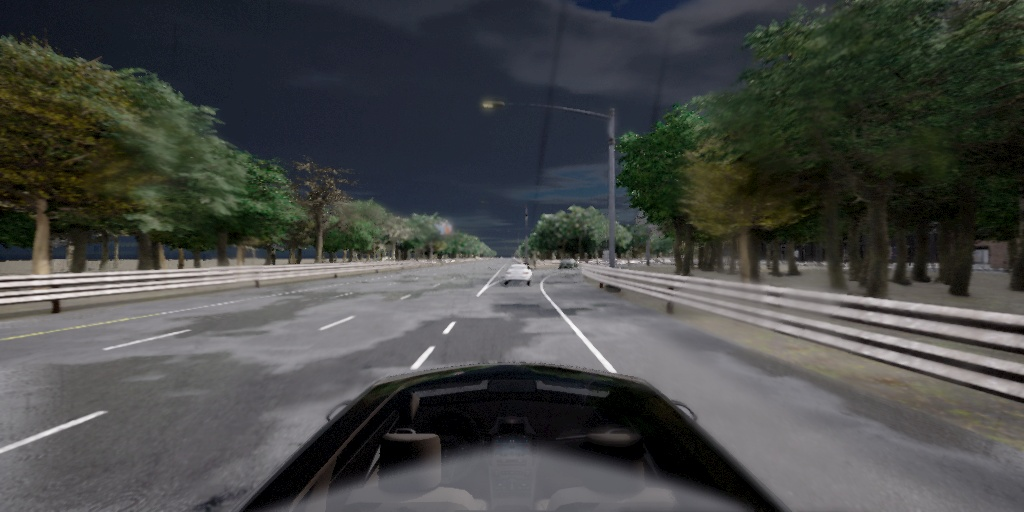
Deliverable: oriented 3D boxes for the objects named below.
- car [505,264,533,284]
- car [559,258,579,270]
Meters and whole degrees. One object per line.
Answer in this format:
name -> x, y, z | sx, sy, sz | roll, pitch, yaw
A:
car -> 0.576, 1.326, 26.989 | 1.812, 1.442, 4.674 | 0, 0, 6
car -> 8.925, 1.186, 55.853 | 2.097, 1.767, 4.553 | 0, 0, 26
